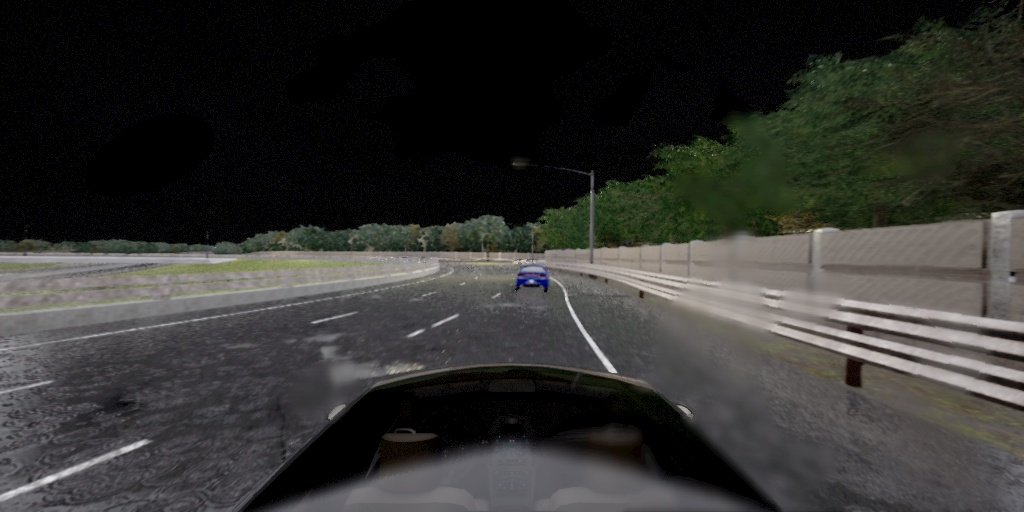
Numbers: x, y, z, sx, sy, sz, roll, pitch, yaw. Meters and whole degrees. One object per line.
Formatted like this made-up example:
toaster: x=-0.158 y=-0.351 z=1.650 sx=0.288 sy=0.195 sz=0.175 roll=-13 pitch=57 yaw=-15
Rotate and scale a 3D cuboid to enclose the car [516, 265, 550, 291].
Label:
car: x=1.339 y=1.286 z=22.650 sx=1.882 sy=1.535 sz=5.008 roll=1 pitch=0 yaw=6
